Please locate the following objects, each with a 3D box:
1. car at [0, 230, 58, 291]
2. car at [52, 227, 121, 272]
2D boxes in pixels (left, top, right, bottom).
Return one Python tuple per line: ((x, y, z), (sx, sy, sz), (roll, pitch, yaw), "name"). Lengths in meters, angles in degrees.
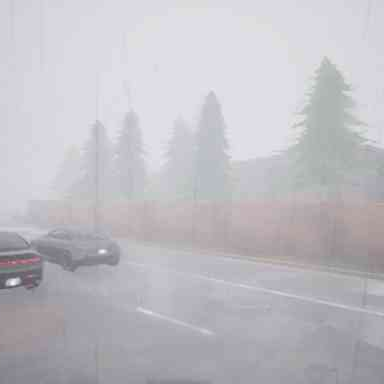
((-5.806, 1.766, 9.032), (4.892, 1.490, 1.837), (0, -3, 41), "car")
((-4.540, 2.000, 12.562), (4.181, 1.385, 1.994), (-1, -3, 41), "car")
